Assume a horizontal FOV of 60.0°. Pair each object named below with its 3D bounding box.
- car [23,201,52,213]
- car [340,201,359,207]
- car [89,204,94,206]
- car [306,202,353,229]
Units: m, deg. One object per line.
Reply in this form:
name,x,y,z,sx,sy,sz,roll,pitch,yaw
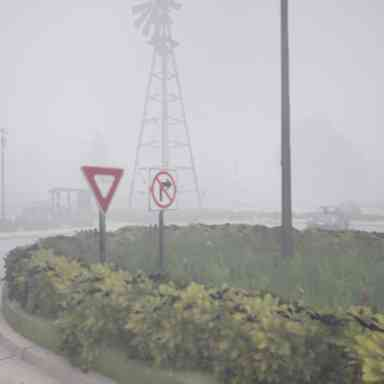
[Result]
car,-15.842,1.728,36.125,2.097,1.767,4.553,-1,-1,36
car,14.929,1.576,31.904,1.816,1.474,4.193,-1,0,35
car,-15.170,1.963,43.086,2.033,1.411,5.357,-1,0,36
car,8.508,1.577,20.692,1.784,1.438,3.905,-1,0,35
